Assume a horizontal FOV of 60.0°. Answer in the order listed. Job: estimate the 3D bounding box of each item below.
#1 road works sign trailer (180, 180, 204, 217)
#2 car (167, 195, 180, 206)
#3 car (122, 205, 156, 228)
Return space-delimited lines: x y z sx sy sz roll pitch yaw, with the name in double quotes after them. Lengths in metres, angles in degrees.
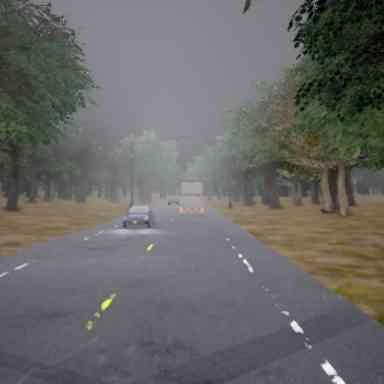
-0.014 0.629 33.488 2.380 3.560 2.880 0 0 0 "road works sign trailer"
-3.510 1.560 64.234 2.150 2.045 5.566 0 0 0 "car"
-3.597 1.638 23.322 1.812 1.442 4.674 0 0 0 "car"
